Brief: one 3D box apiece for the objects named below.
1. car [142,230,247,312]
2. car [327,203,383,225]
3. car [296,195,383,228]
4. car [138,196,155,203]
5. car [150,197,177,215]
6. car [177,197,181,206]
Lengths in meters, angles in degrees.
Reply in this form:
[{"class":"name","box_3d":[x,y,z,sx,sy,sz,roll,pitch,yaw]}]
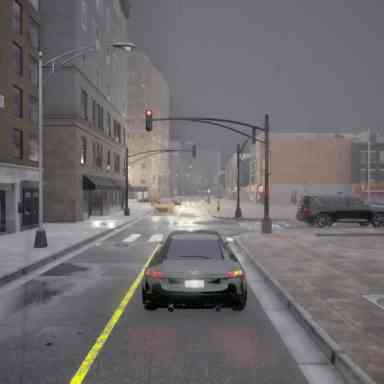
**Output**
[{"class":"car","box_3d":[0.057,1.564,7.781,1.994,1.385,4.181,0,0,0]},{"class":"car","box_3d":[12.069,1.515,23.583,4.181,1.385,1.994,0,0,0]},{"class":"car","box_3d":[9.355,1.190,20.639,5.566,2.045,2.150,0,0,0]},{"class":"car","box_3d":[-8.935,1.596,69.961,4.674,1.442,1.812,0,0,9]},{"class":"car","box_3d":[-2.824,1.487,34.161,1.882,1.535,5.008,0,0,0]},{"class":"car","box_3d":[-2.766,1.570,54.163,2.033,1.411,5.357,0,0,0]}]
